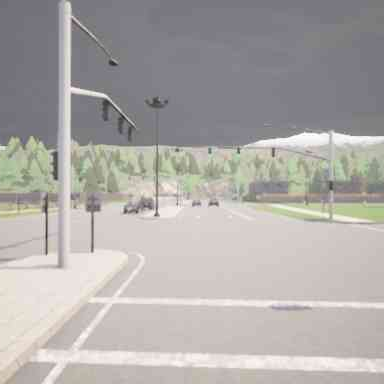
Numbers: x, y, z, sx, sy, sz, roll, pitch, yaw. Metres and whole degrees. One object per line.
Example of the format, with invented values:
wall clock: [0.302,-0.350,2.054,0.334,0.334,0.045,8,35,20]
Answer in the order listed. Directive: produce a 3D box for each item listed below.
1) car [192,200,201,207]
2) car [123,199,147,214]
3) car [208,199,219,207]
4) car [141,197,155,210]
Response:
car: [0.933,2.304,68.251,2.128,1.511,4.902,0,-1,1]
car: [-7.538,2.001,42.793,2.128,1.511,4.902,0,-1,1]
car: [4.432,2.176,68.174,2.097,1.767,4.553,0,-1,1]
car: [-7.359,1.858,53.523,2.150,2.045,5.566,0,-1,1]
